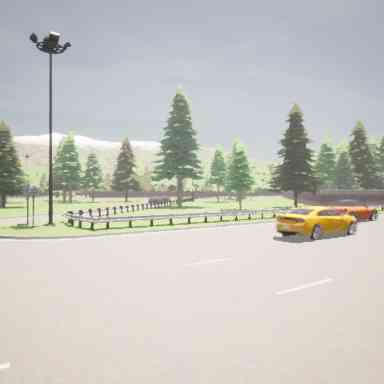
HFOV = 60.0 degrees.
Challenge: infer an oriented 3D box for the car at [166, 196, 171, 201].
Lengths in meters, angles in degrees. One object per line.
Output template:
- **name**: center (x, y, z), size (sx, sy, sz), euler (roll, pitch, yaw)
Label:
- **car**: center (-5.586, 1.525, 69.768), size (1.812, 1.442, 4.674), euler (0, 0, 5)

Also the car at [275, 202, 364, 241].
- **car**: center (6.372, 1.477, 16.861), size (5.008, 1.535, 1.882), euler (0, 0, -35)

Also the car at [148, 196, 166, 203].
- **car**: center (-6.563, 1.491, 59.647), size (2.128, 1.511, 4.902), euler (0, 0, 6)

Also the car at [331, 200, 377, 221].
- **car**: center (11.996, 1.352, 25.151), size (4.553, 1.767, 2.097), euler (0, 0, -36)
